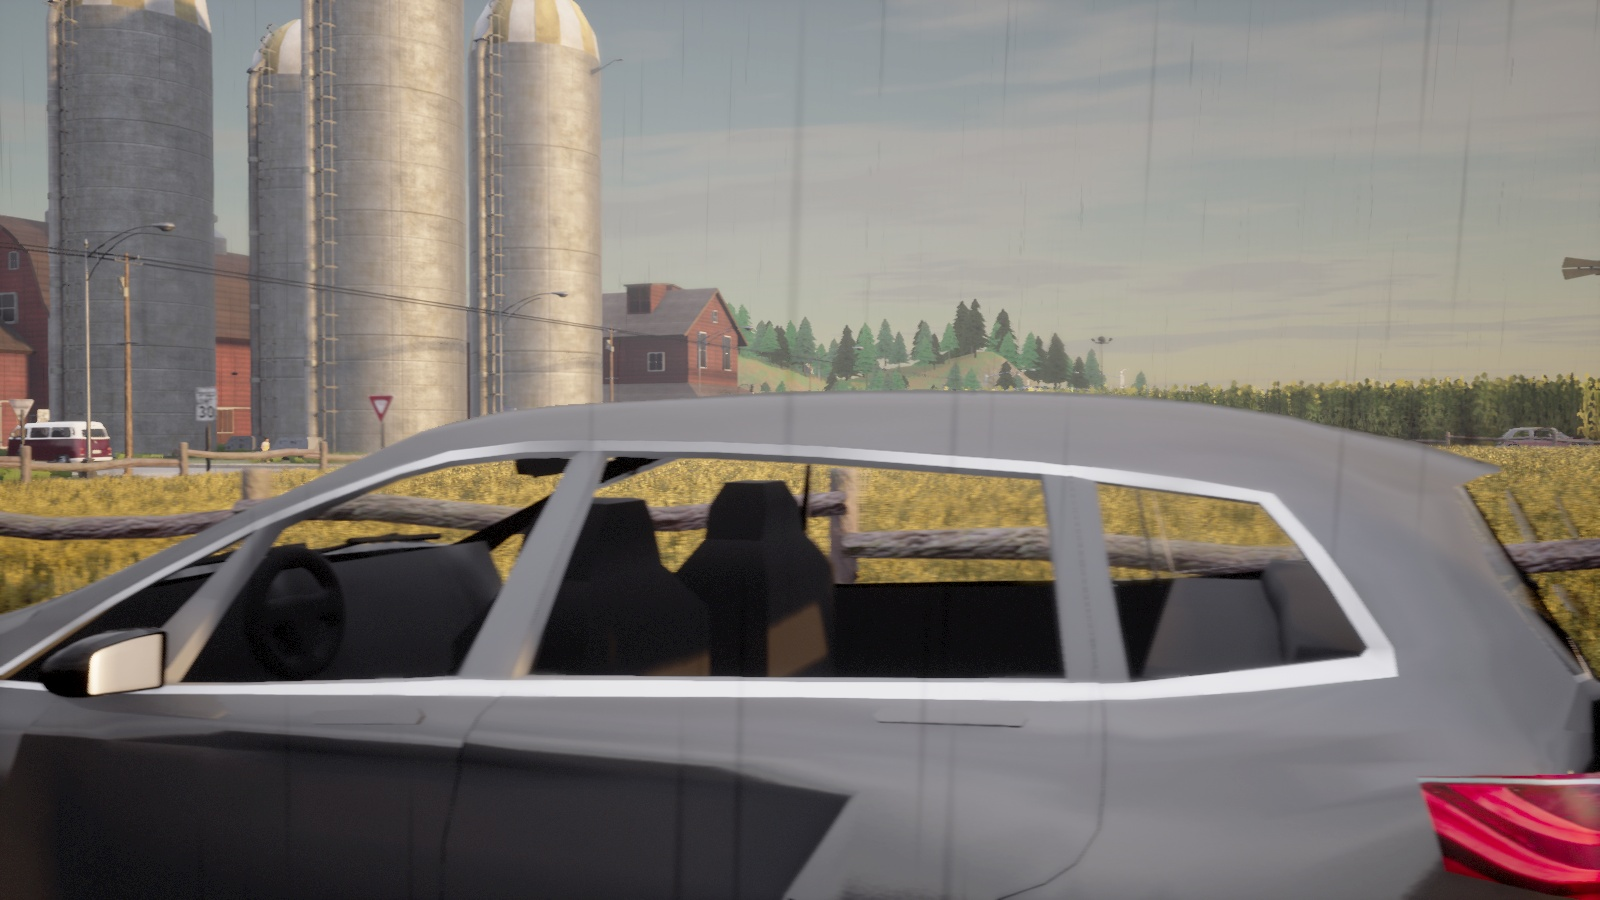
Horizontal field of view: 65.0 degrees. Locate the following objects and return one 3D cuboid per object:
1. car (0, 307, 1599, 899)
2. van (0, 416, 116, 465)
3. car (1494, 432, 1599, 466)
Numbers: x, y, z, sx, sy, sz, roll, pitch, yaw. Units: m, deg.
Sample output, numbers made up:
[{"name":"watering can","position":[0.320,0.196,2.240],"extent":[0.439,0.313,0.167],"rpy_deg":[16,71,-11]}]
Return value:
[{"name":"car","position":[-0.652,0.614,3.398],"extent":[4.611,1.667,2.242],"rpy_deg":[1,1,19]},{"name":"van","position":[-31.913,-0.433,53.894],"extent":[4.480,2.038,2.069],"rpy_deg":[1,1,21]},{"name":"car","position":[33.062,-0.056,55.703],"extent":[3.806,1.475,1.970],"rpy_deg":[0,1,22]}]
